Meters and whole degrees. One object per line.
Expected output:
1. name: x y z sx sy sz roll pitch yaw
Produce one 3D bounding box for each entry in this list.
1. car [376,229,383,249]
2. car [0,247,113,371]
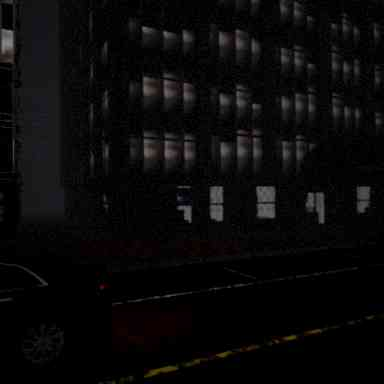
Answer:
1. car: 9.738 1.723 14.064 4.507 1.381 1.887 0 -2 -26
2. car: -3.595 1.597 4.534 4.892 1.490 1.837 0 -1 -26
